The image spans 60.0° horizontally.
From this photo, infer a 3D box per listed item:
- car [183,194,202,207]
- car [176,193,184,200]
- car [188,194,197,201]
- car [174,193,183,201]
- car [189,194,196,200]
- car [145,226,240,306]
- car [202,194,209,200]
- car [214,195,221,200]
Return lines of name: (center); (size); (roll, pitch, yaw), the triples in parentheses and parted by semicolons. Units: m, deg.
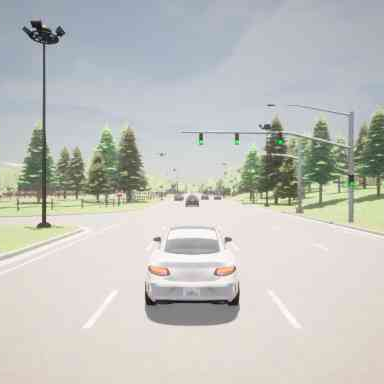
car: (0.063, 1.352, 51.790); (2.097, 1.767, 4.553); (0, 0, 0)
car: (-3.386, 1.187, 92.827); (2.097, 1.767, 4.553); (0, 0, 0)
car: (0.102, 1.347, 82.820); (2.097, 1.767, 4.553); (0, 0, 0)
car: (-3.398, 1.544, 82.821); (1.994, 1.385, 4.181); (0, 0, 0)
car: (0.114, 1.332, 92.853); (1.837, 1.490, 4.892); (0, 0, 0)
car: (0.016, 1.526, 7.917); (1.812, 1.442, 4.674); (0, 0, 0)
car: (3.614, 1.355, 93.232); (2.097, 1.767, 4.553); (0, 0, 0)
car: (7.114, 1.525, 93.258); (2.128, 1.511, 4.902); (0, 0, 0)
